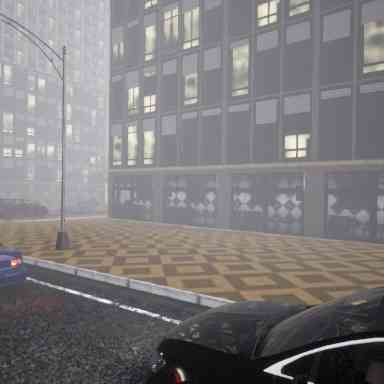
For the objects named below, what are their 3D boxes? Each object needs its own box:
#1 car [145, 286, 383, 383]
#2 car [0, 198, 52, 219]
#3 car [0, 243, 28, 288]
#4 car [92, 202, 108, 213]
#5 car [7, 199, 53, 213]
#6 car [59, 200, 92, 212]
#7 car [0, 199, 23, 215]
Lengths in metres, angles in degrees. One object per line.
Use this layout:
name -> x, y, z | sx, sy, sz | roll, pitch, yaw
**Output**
car -> 1.806, 1.505, 2.395 | 4.892, 1.490, 1.837 | 0, 0, 35
car -> -16.068, 1.518, 30.971 | 2.192, 1.841, 5.009 | 1, 0, 37
car -> -6.115, 1.543, 8.065 | 5.357, 1.411, 2.033 | 0, 0, 36
car -> -9.253, 1.829, 40.169 | 1.752, 1.417, 4.829 | 1, 0, 37
car -> -19.548, 1.642, 40.353 | 1.752, 1.417, 4.829 | 1, 0, 37
car -> -14.336, 1.752, 43.021 | 2.033, 1.411, 5.357 | 1, 0, 37
car -> -20.585, 1.590, 34.591 | 1.882, 1.535, 5.008 | 1, 0, 37
